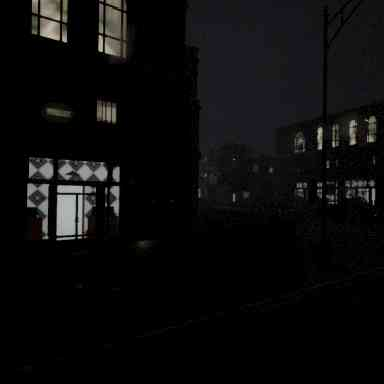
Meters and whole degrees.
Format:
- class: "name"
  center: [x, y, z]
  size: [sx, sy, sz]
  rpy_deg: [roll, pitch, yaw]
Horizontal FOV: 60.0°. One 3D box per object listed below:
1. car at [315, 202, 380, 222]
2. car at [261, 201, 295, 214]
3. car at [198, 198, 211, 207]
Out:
- class: "car"
  center: [11.902, 1.502, 25.882]
  size: [1.882, 1.535, 5.008]
  rpy_deg: [0, 0, -28]
- class: "car"
  center: [9.404, 1.622, 36.629]
  size: [2.008, 1.369, 4.403]
  rpy_deg: [1, -1, -27]
- class: "car"
  center: [1.328, 1.619, 52.106]
  size: [1.887, 1.381, 4.507]
  rpy_deg: [1, -1, -27]
